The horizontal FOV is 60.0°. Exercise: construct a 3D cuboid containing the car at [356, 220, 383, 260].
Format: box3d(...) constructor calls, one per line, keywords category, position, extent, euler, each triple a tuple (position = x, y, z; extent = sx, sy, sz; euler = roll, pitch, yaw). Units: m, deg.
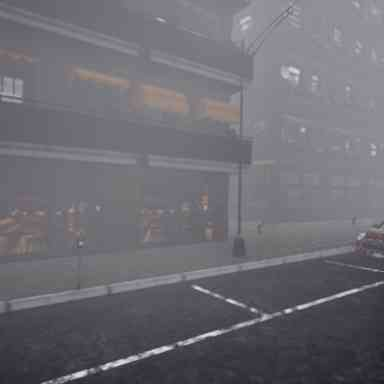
box3d(category="car", position=(7.748, 1.581, 12.102), extent=(4.097, 1.590, 1.967), euler=(1, 0, -36))
